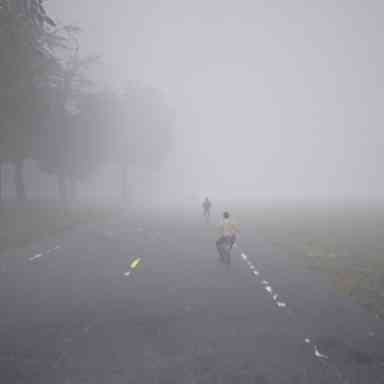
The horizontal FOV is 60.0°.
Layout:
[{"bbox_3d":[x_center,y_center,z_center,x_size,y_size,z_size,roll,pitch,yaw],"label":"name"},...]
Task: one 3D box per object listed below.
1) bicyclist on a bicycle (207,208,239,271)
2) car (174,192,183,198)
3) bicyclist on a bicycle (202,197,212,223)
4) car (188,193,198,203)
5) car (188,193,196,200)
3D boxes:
[{"bbox_3d":[0.987,1.376,9.730,0.866,1.612,1.509,0,0,0],"label":"bicyclist on a bicycle"},{"bbox_3d":[-3.453,0.822,84.546,1.812,1.442,4.674,0,1,0],"label":"car"},{"bbox_3d":[0.974,1.222,21.616,0.659,1.776,1.843,0,1,0],"label":"bicyclist on a bicycle"},{"bbox_3d":[0.132,1.095,57.832,2.033,1.411,5.357,0,1,0],"label":"car"},{"bbox_3d":[0.041,0.922,73.799,1.812,1.442,4.674,0,1,0],"label":"car"}]
